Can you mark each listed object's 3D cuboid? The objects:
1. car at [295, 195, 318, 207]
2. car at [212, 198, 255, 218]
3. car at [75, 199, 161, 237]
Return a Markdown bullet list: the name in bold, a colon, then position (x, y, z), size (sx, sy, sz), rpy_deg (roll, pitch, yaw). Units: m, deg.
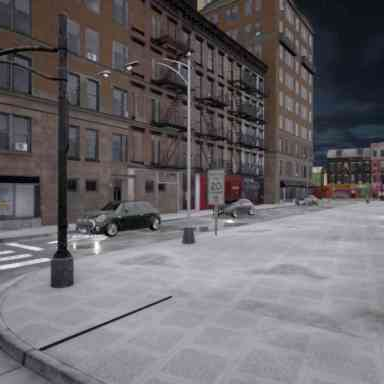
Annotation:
- **car**: position (14.920, 1.143, 43.103), size (2.128, 1.511, 4.902), rpy_deg (0, 0, 36)
- **car**: position (3.480, 1.283, 27.306), size (1.837, 1.490, 4.892), rpy_deg (0, 0, 36)
- **car**: position (-3.727, 1.217, 17.331), size (2.097, 1.767, 4.553), rpy_deg (0, 1, 37)
